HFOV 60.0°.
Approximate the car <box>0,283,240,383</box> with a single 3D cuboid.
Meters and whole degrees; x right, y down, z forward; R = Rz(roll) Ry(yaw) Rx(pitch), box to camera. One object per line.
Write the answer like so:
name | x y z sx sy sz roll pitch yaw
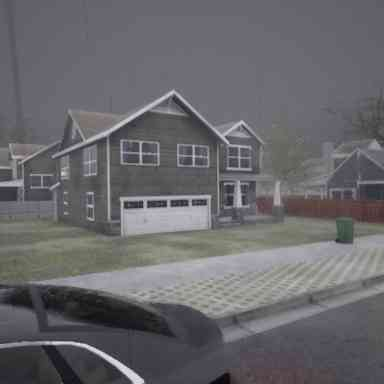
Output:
car | -1.958 1.507 2.019 4.892 1.490 1.837 1 0 -30
